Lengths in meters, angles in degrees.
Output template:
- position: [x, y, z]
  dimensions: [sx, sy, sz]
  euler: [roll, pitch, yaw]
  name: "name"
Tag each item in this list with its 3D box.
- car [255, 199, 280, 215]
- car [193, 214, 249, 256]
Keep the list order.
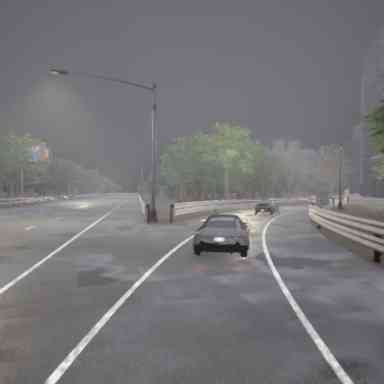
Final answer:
- position: [7.932, 1.549, 34.807]
  dimensions: [1.837, 1.490, 4.892]
  euler: [0, 0, 25]
  name: "car"
- position: [1.267, 1.579, 13.261]
  dimensions: [1.994, 1.385, 4.181]
  euler: [0, 0, 10]
  name: "car"
